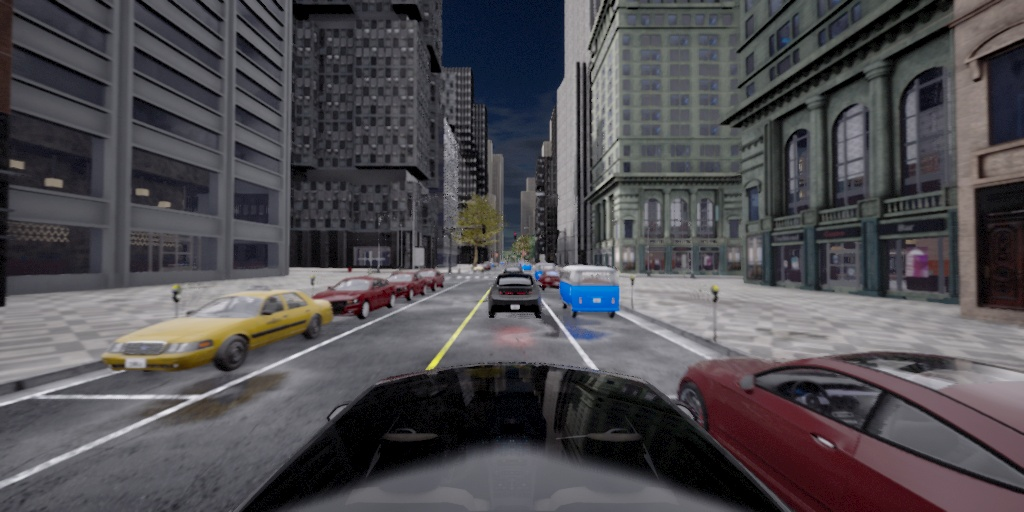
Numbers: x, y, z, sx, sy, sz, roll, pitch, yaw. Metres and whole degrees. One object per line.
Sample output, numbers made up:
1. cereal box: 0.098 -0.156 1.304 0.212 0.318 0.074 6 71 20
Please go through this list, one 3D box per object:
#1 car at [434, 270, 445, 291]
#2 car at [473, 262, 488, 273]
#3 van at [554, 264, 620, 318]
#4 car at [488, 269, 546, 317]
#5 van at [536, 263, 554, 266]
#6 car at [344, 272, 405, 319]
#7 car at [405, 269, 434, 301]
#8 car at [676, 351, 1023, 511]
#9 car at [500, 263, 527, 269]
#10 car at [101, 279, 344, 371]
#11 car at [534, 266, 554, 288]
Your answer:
1. car: -5.774 1.609 24.649 1.888 1.381 4.507 0 0 0
2. car: -5.752 2.131 62.568 1.751 1.417 4.829 0 0 0
3. van: 2.776 1.254 13.580 1.690 1.789 3.998 0 0 0
4. car: 0.104 1.424 14.009 1.837 1.490 4.892 0 -1 0
5. van: 2.784 1.483 30.153 1.690 1.789 3.998 0 0 0
6. car: -5.775 1.457 13.600 1.888 1.381 4.507 0 0 0
7. car: -5.774 1.533 19.125 1.888 1.381 4.507 0 0 0
8. car: 2.771 1.344 2.531 1.802 1.307 4.207 0 0 0
9. car: 0.109 1.646 32.048 1.882 1.535 5.008 0 -1 0
10. car: -5.775 1.362 7.905 1.751 1.417 4.829 0 0 0
11. car: 2.781 1.610 24.628 1.888 1.381 4.507 0 0 0
